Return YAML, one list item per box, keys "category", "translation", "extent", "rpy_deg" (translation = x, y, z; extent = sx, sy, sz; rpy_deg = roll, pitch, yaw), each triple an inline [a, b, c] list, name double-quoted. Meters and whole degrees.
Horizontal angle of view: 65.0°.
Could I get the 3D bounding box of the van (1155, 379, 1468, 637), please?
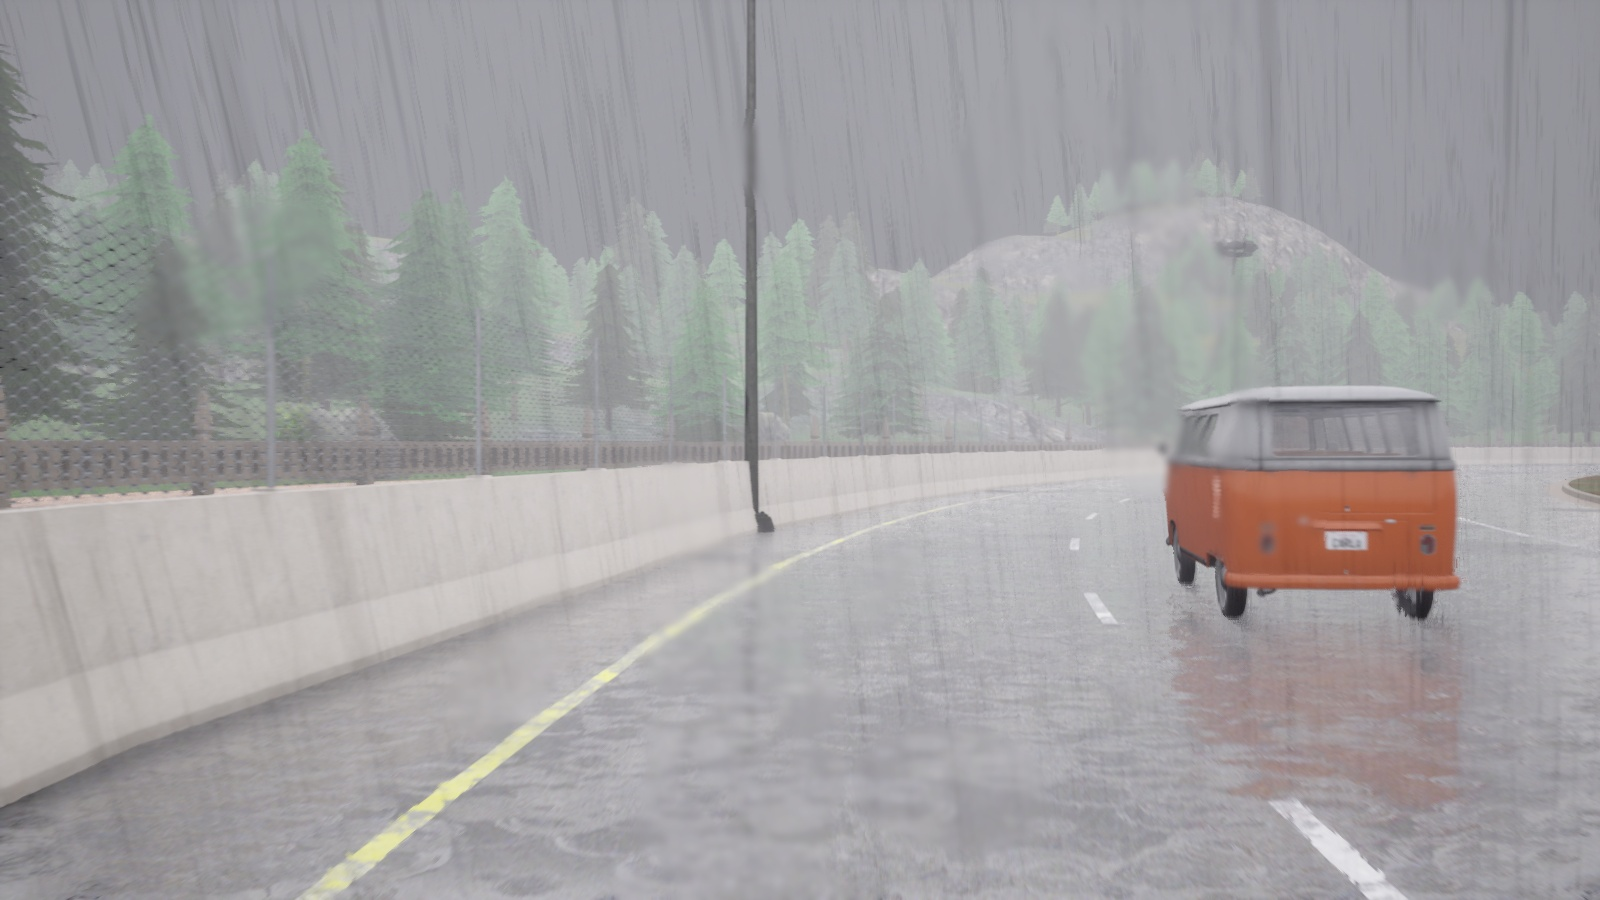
- category: "van"
  translation: [4.598, 0.438, 11.996]
  extent: [1.775, 1.987, 4.442]
  rpy_deg: [0, 0, 9]
